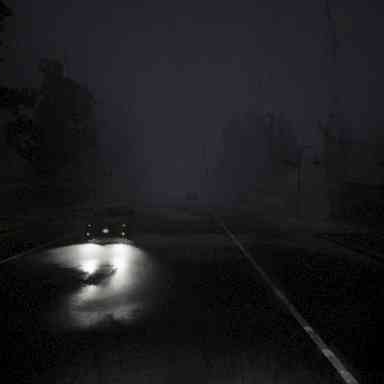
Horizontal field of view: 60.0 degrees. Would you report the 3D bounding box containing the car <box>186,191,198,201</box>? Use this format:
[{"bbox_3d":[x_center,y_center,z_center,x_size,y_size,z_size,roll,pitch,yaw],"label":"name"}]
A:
[{"bbox_3d":[0.003,0.716,51.749,1.994,1.385,4.181,0,1,0],"label":"car"}]

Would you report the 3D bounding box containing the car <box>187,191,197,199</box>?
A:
[{"bbox_3d":[0.003,0.479,61.748,1.812,1.442,4.674,0,1,0],"label":"car"}]

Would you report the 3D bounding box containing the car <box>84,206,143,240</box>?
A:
[{"bbox_3d":[-3.500,1.363,15.465,1.994,1.385,4.181,0,1,0],"label":"car"}]
